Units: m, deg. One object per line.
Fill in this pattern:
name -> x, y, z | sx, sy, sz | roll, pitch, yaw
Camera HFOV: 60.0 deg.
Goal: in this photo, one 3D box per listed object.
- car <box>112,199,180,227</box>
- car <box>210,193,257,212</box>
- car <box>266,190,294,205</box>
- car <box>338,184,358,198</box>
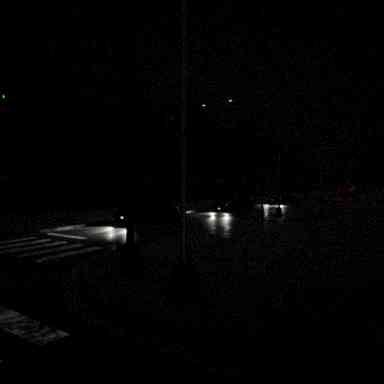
car -> -2.546, 1.117, 19.113 | 1.994, 1.385, 4.181 | 0, 2, 35
car -> 3.617, 0.825, 27.809 | 2.033, 1.411, 5.357 | 0, 2, 35
car -> 9.654, 0.521, 36.314 | 1.837, 1.490, 4.892 | 0, 2, 35
car -> 24.361, -0.220, 51.971 | 2.150, 2.045, 5.566 | 0, 2, 35
